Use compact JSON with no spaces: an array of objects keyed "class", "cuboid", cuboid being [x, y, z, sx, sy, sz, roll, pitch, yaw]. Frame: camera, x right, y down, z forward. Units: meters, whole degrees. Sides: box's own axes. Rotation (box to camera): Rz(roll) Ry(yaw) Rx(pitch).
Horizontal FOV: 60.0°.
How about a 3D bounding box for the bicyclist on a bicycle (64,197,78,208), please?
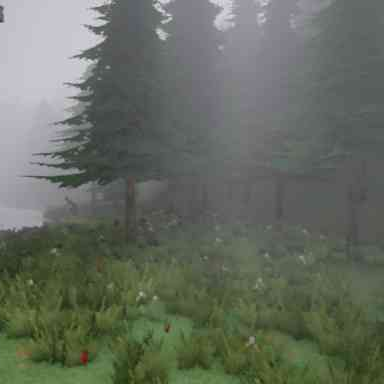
[{"class":"bicyclist on a bicycle","cuboid":[-8.181,1.140,22.206,1.656,1.620,0.582,-4,2,-17]}]
